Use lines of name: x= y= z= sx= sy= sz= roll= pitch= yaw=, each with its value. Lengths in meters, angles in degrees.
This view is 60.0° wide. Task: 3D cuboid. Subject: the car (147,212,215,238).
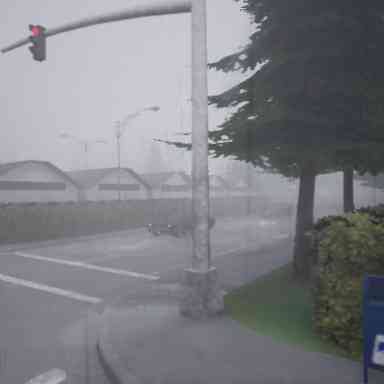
car: x=-0.564 y=1.951 z=20.374 sx=1.895 sy=1.301 sz=4.718 roll=-1 pitch=-1 yaw=36

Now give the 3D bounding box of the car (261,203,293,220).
car: x=8.427 y=1.841 z=32.841 sx=2.128 sy=1.511 sz=4.902 roll=-1 pitch=-1 yaw=36
